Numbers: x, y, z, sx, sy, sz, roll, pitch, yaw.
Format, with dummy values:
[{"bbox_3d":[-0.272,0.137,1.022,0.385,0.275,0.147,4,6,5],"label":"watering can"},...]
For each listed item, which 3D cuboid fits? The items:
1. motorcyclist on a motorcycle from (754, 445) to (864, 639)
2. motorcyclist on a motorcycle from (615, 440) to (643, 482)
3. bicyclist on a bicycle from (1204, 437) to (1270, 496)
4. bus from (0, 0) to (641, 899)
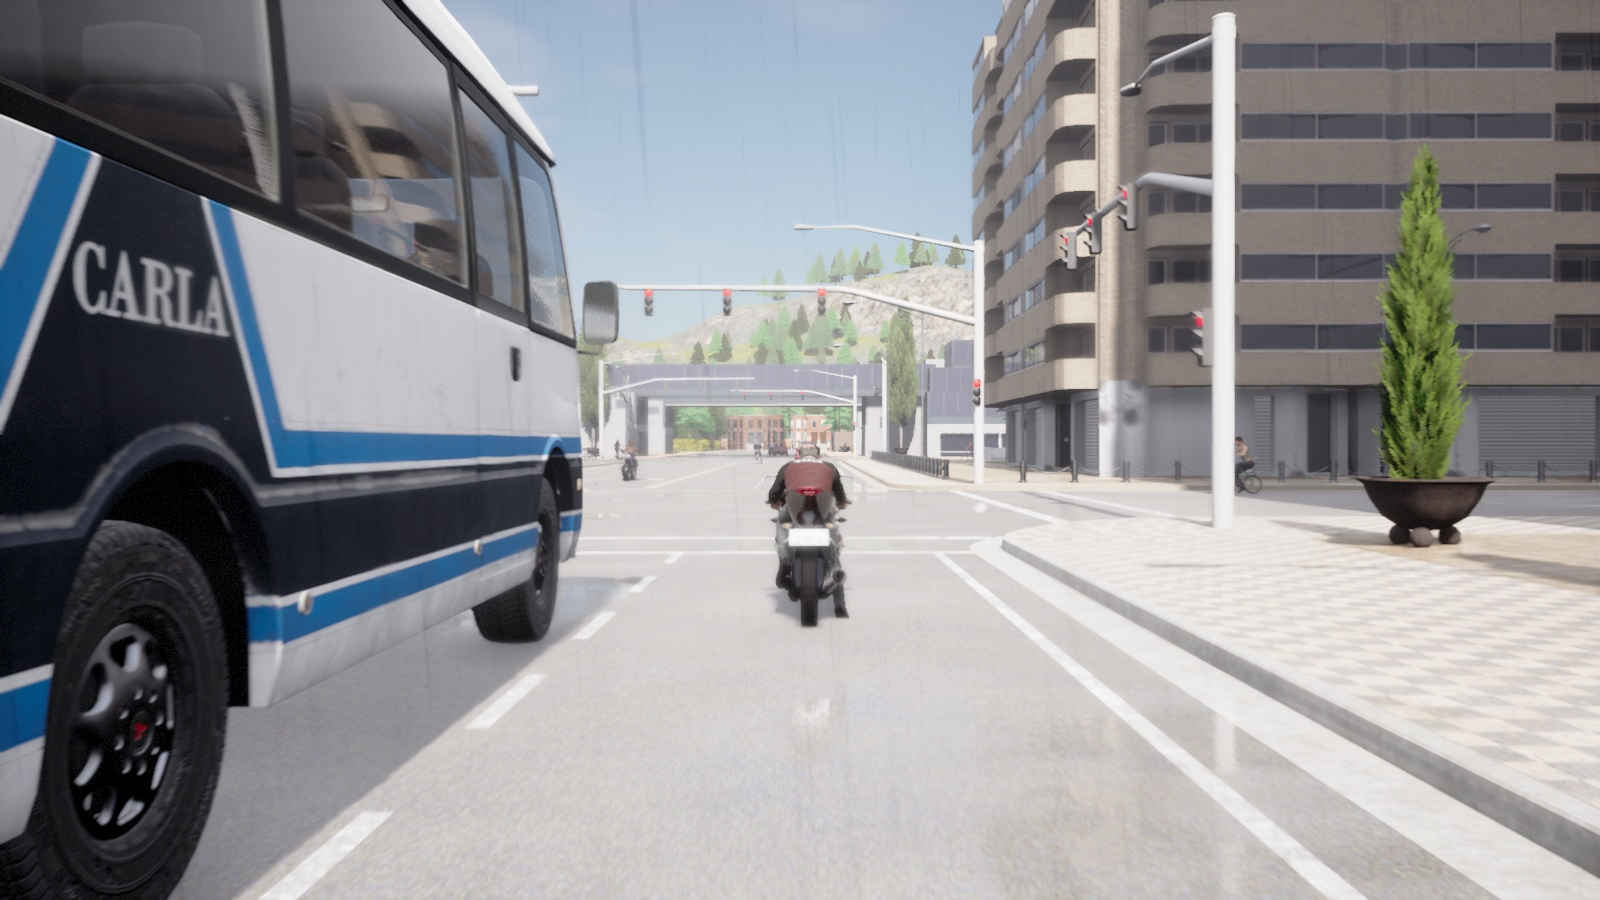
[{"bbox_3d":[0.078,0.720,10.991,0.866,1.530,2.191,0,0,0],"label":"motorcyclist on a motorcycle"},{"bbox_3d":[-6.704,0.413,49.422,0.766,1.649,2.350,0,0,0],"label":"motorcyclist on a motorcycle"},{"bbox_3d":[12.127,0.441,34.874,1.509,1.612,0.866,0,0,0],"label":"bicyclist on a bicycle"},{"bbox_3d":[-3.448,-0.668,6.315,3.944,4.253,10.273,0,0,0],"label":"bus"}]
